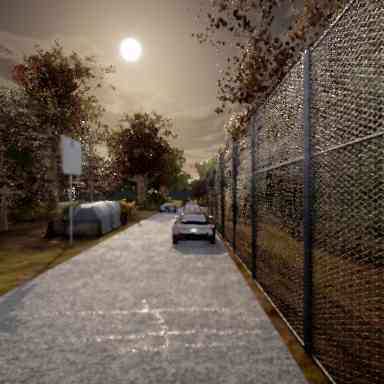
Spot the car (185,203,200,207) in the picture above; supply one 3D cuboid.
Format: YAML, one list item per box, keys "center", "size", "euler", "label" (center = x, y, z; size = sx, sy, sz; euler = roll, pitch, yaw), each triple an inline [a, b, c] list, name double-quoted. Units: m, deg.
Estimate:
- center: [0.011, 1.851, 34.737]
  size: [2.033, 1.411, 5.357]
  euler: [0, -1, 0]
  label: "car"

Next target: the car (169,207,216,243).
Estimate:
- center: [0.076, 1.631, 16.304]
  size: [1.994, 1.385, 4.181]
  euler: [0, 0, 0]
  label: "car"

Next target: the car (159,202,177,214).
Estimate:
- center: [-2.906, 1.997, 41.483]
  size: [1.994, 1.385, 4.181]
  euler: [0, -1, 0]
  label: "car"
